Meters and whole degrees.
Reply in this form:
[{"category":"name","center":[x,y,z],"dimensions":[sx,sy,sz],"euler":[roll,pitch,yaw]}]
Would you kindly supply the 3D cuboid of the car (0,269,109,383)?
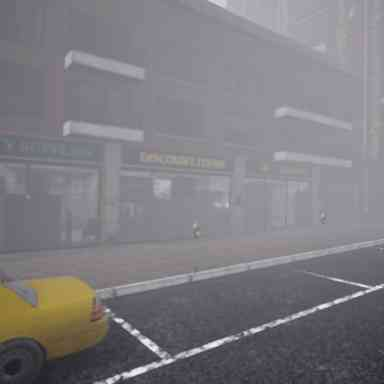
[{"category":"car","center":[-3.411,1.530,3.639],"dimensions":[4.829,1.417,1.752],"euler":[0,2,-35]}]
